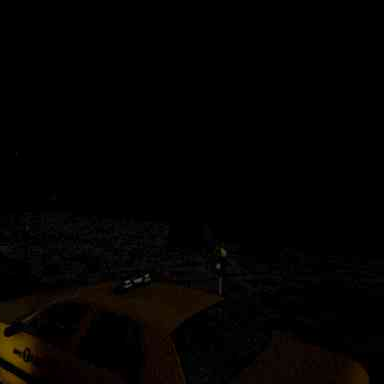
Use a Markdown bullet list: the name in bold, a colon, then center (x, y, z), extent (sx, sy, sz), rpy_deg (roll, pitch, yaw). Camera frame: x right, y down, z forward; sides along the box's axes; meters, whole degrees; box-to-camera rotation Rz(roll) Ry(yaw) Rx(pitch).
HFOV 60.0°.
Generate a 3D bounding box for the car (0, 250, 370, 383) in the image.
- **car**: center (-0.785, 1.525, 3.526), extent (4.829, 1.417, 1.752), rpy_deg (0, 0, 36)
